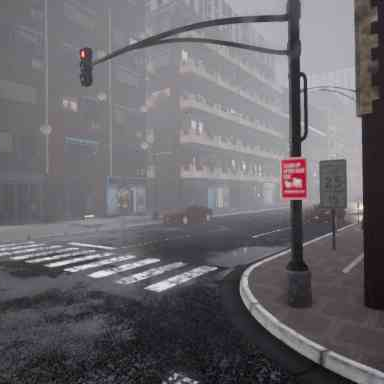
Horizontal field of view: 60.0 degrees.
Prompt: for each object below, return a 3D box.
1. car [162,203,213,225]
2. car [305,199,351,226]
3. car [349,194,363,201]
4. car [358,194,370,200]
[{"bbox_3d":[-0.255,1.514,23.839,1.887,1.381,4.507,-1,0,36],"label":"car"},{"bbox_3d":[8.672,1.371,21.452,1.887,1.381,4.507,-1,0,36],"label":"car"},{"bbox_3d":[35.416,1.292,72.296,1.802,1.307,4.206,-1,0,36],"label":"car"},{"bbox_3d":[42.134,1.230,81.462,1.947,1.339,4.313,-1,0,36],"label":"car"}]
